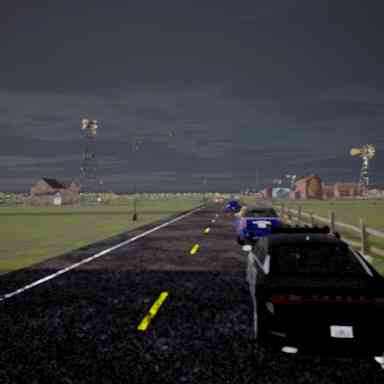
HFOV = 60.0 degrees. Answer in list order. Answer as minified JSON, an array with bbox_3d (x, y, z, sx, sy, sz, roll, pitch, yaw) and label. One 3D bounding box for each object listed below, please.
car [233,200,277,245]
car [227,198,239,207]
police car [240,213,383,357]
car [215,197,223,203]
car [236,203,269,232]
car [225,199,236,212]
[{"bbox_3d":[3.218,1.453,16.278,2.097,1.767,4.553,-1,0,7],"label":"car"},{"bbox_3d":[7.417,1.972,60.732,2.128,1.511,4.902,-1,-1,7],"label":"car"},{"bbox_3d":[2.062,1.457,6.484,1.930,1.638,5.238,-1,0,7],"label":"police car"},{"bbox_3d":[7.618,2.179,92.253,2.097,1.767,4.553,-1,-1,7],"label":"car"},{"bbox_3d":[3.950,1.603,22.453,1.801,1.575,5.366,-1,-1,7],"label":"car"},{"bbox_3d":[5.509,1.859,44.214,1.812,1.442,4.674,-1,-1,7],"label":"car"}]
